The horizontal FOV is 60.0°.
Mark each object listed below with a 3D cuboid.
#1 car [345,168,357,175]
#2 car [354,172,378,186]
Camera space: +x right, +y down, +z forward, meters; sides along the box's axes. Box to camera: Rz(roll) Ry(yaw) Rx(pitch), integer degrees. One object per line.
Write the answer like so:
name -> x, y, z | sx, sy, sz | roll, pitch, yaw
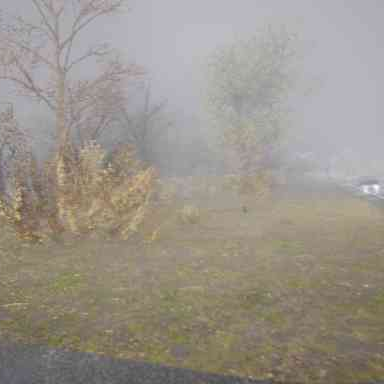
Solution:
car -> 39.650, -4.907, 83.003 | 2.150, 2.045, 5.566 | -4, 2, 18
car -> 22.808, -1.554, 43.329 | 1.994, 1.385, 4.181 | -4, 2, 19
